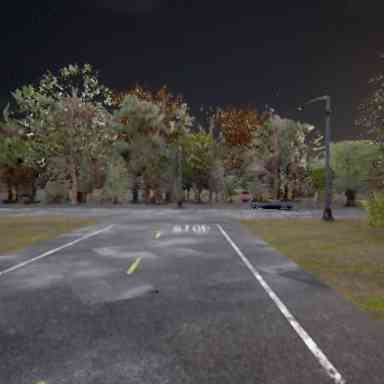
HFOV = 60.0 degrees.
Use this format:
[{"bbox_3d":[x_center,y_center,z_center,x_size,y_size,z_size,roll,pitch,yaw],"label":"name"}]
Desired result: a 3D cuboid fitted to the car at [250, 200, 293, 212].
[{"bbox_3d":[9.274,1.632,39.300,4.718,1.301,1.895,0,0,0],"label":"car"}]
